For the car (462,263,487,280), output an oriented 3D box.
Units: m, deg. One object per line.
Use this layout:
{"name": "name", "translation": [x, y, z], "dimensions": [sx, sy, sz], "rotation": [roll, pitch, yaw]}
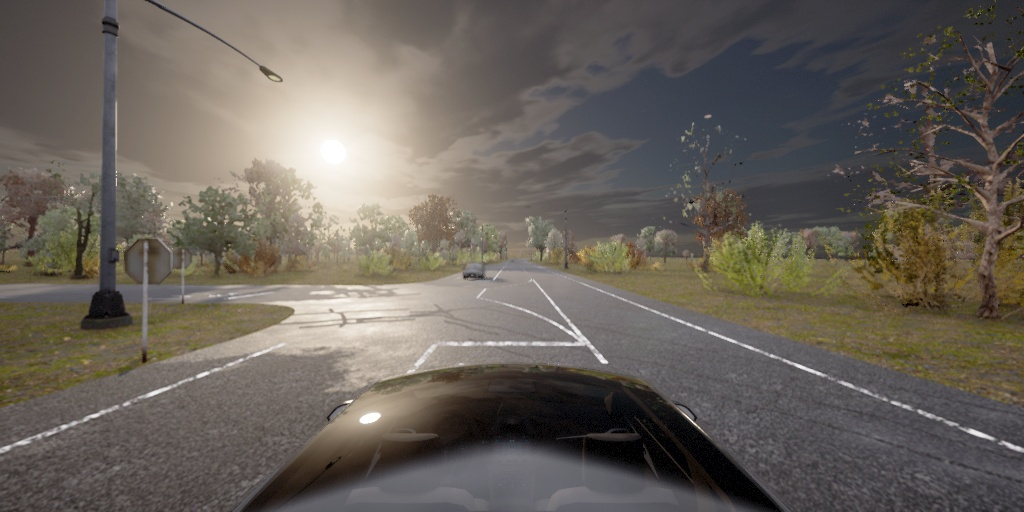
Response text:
{"name": "car", "translation": [-3.382, 1.398, 32.840], "dimensions": [1.837, 1.490, 4.892], "rotation": [0, 0, 0]}
